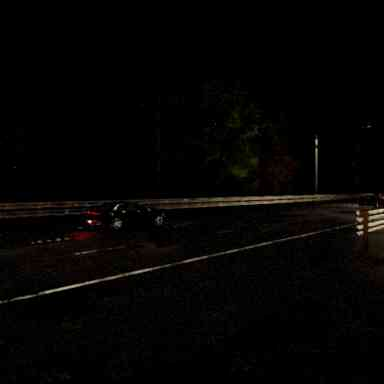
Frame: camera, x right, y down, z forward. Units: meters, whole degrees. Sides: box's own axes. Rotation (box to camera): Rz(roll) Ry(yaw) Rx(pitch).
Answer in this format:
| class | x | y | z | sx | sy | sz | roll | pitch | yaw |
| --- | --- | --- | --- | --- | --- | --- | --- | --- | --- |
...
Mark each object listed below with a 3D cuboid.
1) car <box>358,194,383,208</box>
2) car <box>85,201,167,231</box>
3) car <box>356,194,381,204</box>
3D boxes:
| class | x | y | z | sx | sy | sz | roll | pitch | yaw |
| --- | --- | --- | --- | --- | --- | --- | --- | --- | --- |
| car | 22.066 | 1.092 | 40.679 | 1.882 | 1.535 | 5.008 | 0 | 0 | 44 |
| car | -3.603 | 1.279 | 18.918 | 1.837 | 1.490 | 4.892 | 0 | 0 | 44 |
| car | 26.967 | 1.027 | 50.862 | 2.128 | 1.511 | 4.902 | 0 | 0 | 44 |
